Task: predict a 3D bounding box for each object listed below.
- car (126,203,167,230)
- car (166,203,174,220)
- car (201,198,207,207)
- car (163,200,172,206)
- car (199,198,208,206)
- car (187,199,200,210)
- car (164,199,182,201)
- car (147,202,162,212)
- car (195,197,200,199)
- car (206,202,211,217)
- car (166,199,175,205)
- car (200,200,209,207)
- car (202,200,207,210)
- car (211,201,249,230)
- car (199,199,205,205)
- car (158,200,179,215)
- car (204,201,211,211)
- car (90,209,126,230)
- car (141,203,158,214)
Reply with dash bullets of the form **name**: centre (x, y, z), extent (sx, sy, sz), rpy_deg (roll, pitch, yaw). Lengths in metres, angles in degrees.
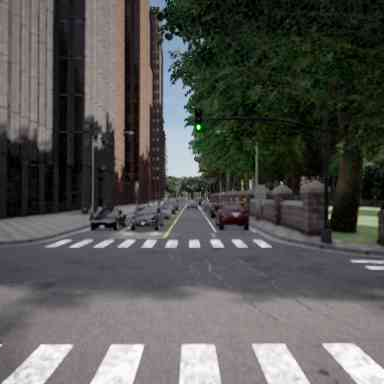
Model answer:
- **car**: centre (-3.100, 1.811, 23.714), extent (1.837, 1.490, 4.892), rpy_deg (0, -1, 1)
- **car**: centre (-3.089, 2.032, 32.967), extent (1.895, 1.301, 4.718), rpy_deg (0, -1, 0)
- **car**: centre (2.779, 2.111, 50.727), extent (1.967, 1.590, 4.097), rpy_deg (0, -1, 0)
- **car**: centre (-5.738, 2.589, 78.005), extent (1.887, 1.381, 4.507), rpy_deg (0, -1, 0)
- **car**: centre (2.789, 2.435, 83.465), extent (2.192, 1.841, 5.009), rpy_deg (0, -1, 0)
- **car**: centre (0.116, 2.302, 56.899), extent (2.033, 1.411, 5.357), rpy_deg (0, -1, 1)
- **car**: centre (-3.038, 2.240, 52.311), extent (2.033, 1.411, 5.357), rpy_deg (0, -1, 0)
- **car**: centre (-5.747, 2.253, 50.722), extent (1.802, 1.307, 4.206), rpy_deg (0, -1, 0)
- **car**: centre (0.118, 2.390, 67.508), extent (2.128, 1.511, 4.902), rpy_deg (0, -1, 0)
- **car**: centre (2.773, 2.016, 34.357), extent (1.947, 1.339, 4.313), rpy_deg (0, -1, 0)
- **car**: centre (-5.734, 2.637, 88.919), extent (1.967, 1.590, 4.097), rpy_deg (0, -1, 0)
- **car**: centre (2.786, 2.496, 72.720), extent (1.752, 1.417, 4.829), rpy_deg (0, -1, 0)
- **car**: centre (2.777, 2.148, 45.270), extent (2.008, 1.369, 4.403), rpy_deg (0, -1, 0)
- **car**: centre (2.770, 1.618, 23.449), extent (2.192, 1.841, 5.009), rpy_deg (0, -1, 0)
- **car**: centre (2.793, 2.802, 94.544), extent (1.752, 1.417, 4.829), rpy_deg (0, -1, 0)
- **car**: centre (-3.079, 2.119, 42.168), extent (1.994, 1.385, 4.181), rpy_deg (0, -1, 0)
- **car**: centre (2.775, 2.074, 39.814), extent (2.008, 1.369, 4.403), rpy_deg (0, -1, 0)
- **car**: centre (-5.755, 1.869, 23.439), extent (1.947, 1.339, 4.313), rpy_deg (0, -1, 0)
- **car**: centre (-5.748, 2.179, 45.265), extent (1.802, 1.307, 4.206), rpy_deg (0, -1, 0)
